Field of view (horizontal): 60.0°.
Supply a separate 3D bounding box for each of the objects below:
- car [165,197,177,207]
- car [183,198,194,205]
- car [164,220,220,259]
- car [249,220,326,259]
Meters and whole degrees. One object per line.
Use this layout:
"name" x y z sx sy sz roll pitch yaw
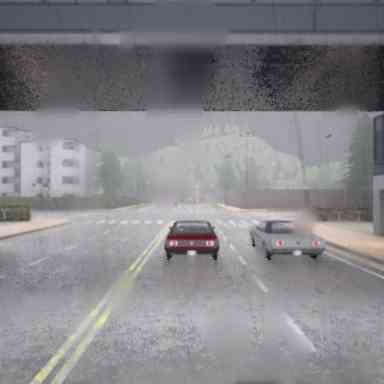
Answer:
"car" -4.174 1.963 67.378 2.150 2.045 5.566 0 0 0
"car" -0.792 2.302 82.601 1.882 1.535 5.008 0 -1 -14
"car" 0.011 1.751 13.219 1.895 1.301 4.718 0 -1 0
"car" 3.511 1.751 13.228 1.895 1.301 4.718 0 -1 0
